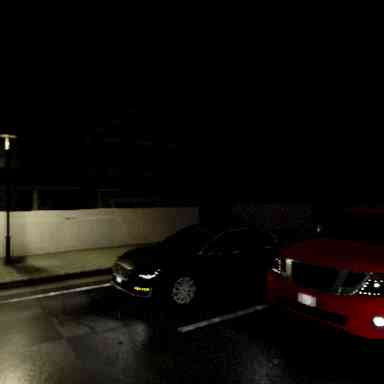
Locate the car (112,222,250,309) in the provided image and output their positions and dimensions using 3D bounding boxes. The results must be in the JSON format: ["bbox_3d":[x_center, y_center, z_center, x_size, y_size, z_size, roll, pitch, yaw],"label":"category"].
[{"bbox_3d":[0.535,1.519,8.024,4.892,1.490,1.837,1,0,-35],"label":"car"}]

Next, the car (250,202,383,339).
[{"bbox_3d":[3.941,1.241,6.449,5.566,2.045,2.150,1,0,-35],"label":"car"}]
